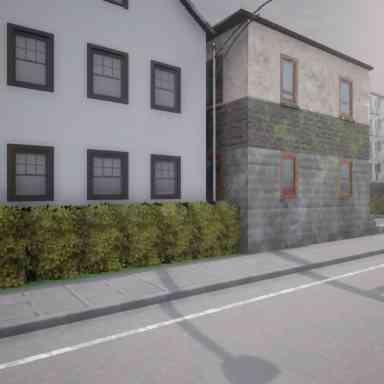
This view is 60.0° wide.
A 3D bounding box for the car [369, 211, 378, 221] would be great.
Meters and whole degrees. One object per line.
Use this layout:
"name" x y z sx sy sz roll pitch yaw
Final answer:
"car" 12.394 1.681 26.990 1.837 1.490 4.892 0 0 -34
